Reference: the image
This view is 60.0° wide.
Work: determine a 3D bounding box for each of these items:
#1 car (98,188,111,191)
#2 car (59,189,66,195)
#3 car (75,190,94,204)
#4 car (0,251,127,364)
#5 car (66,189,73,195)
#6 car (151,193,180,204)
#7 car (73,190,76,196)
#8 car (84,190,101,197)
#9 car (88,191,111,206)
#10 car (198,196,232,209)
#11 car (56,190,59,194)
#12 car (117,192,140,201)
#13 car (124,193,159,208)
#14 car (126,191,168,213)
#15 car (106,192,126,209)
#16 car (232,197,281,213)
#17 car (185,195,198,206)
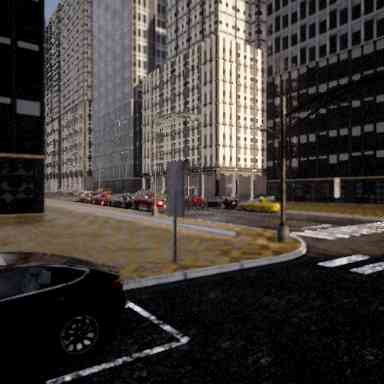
[{"bbox_3d":[-16.853,0.218,62.710,2.192,1.841,5.009,1,0,-36],"label":"car"},{"bbox_3d":[-30.118,-0.071,80.862,1.967,1.590,4.097,1,0,-36],"label":"car"},{"bbox_3d":[-13.674,0.814,44.147,1.802,1.307,4.206,1,0,-36],"label":"car"},{"bbox_3d":[-3.006,1.566,4.418,4.313,1.339,1.947,0,0,-36],"label":"car"},{"bbox_3d":[-26.805,0.137,76.325,1.887,1.381,4.507,1,0,-36],"label":"car"},{"bbox_3d":[-3.599,0.887,44.561,1.947,1.339,4.313,1,0,-36],"label":"car"},{"bbox_3d":[-23.489,0.246,71.787,2.008,1.369,4.403,1,0,-36],"label":"car"},{"bbox_3d":[-20.274,0.322,67.387,1.752,1.417,4.829,1,0,-36],"label":"car"},{"bbox_3d":[-10.358,0.881,39.610,1.887,1.381,4.507,1,0,-36],"label":"car"},{"bbox_3d":[3.032,1.096,35.487,1.947,1.339,4.313,1,0,-36],"label":"car"},{"bbox_3d":[-33.432,-0.174,85.399,1.967,1.590,4.097,1,0,-36],"label":"car"},{"bbox_3d":[-10.229,0.678,53.637,1.947,1.339,4.313,1,0,-36],"label":"car"},{"bbox_3d":[-5.847,0.886,37.812,1.882,1.535,5.008,0,1,-36],"label":"car"},{"bbox_3d":[-3.723,0.861,30.535,2.192,1.841,5.009,1,0,-36],"label":"car"},{"bbox_3d":[-7.044,1.007,35.073,1.947,1.339,4.313,1,0,-36],"label":"car"},{"bbox_3d":[6.317,1.157,31.141,1.752,1.417,4.829,1,0,-36],"label":"car"},{"bbox_3d":[-0.283,1.007,40.024,1.802,1.307,4.206,1,0,-36],"label":"car"}]
